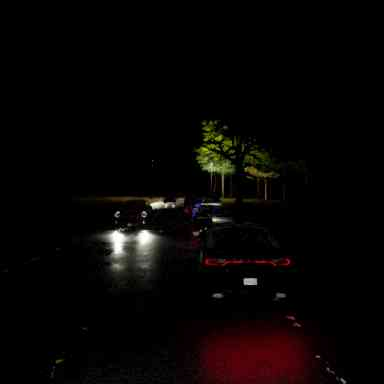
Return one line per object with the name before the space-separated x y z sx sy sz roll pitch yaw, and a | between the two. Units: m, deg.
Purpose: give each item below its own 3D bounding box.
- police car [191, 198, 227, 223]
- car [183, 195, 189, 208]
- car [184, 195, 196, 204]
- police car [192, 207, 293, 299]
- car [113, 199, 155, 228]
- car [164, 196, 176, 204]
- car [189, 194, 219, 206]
police car | 1.047 1.391 18.620 1.930 1.638 5.238 0 0 0
car | -0.128 1.326 45.214 2.128 1.511 4.902 0 0 0
car | -0.307 1.300 59.623 2.033 1.411 5.357 0 0 -1
police car | 1.057 1.416 8.614 1.930 1.638 5.238 0 0 0
car | -3.615 1.307 21.456 2.097 1.767 4.553 0 0 0
car | -3.788 1.330 57.303 1.994 1.385 4.181 0 0 -1
car | 1.028 1.167 24.542 2.150 2.045 5.566 0 0 0
